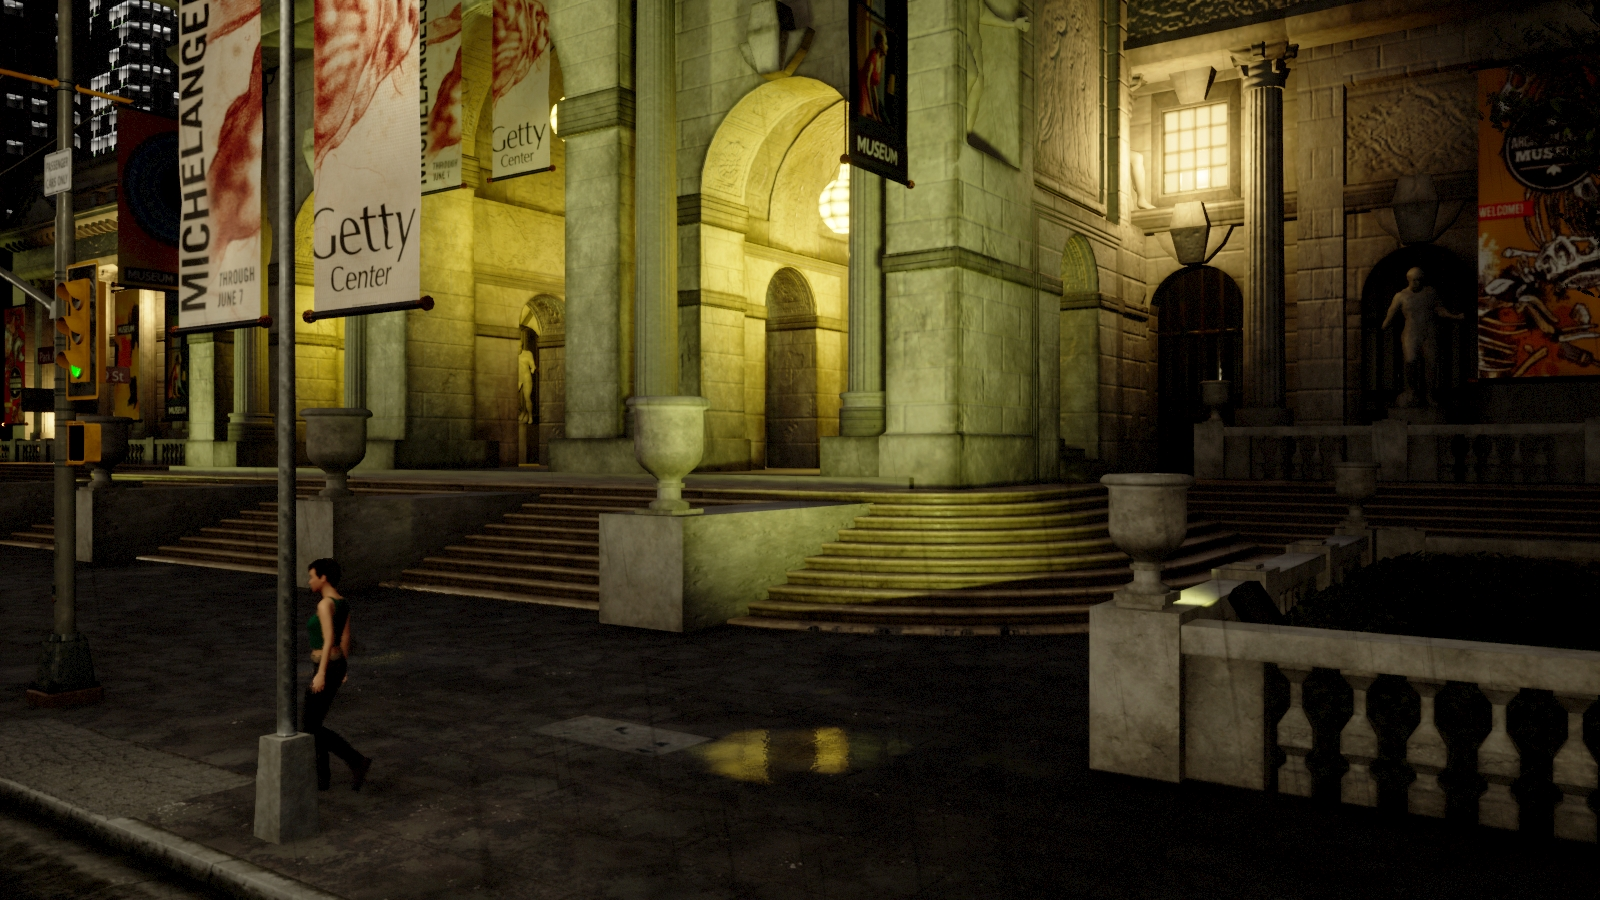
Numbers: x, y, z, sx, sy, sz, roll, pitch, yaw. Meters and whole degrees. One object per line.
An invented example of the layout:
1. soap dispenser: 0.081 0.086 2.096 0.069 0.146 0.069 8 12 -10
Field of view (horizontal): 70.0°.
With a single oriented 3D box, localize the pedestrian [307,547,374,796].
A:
1. pedestrian: -3.557 1.698 8.865 0.375 1.860 0.375 0 0 -2
